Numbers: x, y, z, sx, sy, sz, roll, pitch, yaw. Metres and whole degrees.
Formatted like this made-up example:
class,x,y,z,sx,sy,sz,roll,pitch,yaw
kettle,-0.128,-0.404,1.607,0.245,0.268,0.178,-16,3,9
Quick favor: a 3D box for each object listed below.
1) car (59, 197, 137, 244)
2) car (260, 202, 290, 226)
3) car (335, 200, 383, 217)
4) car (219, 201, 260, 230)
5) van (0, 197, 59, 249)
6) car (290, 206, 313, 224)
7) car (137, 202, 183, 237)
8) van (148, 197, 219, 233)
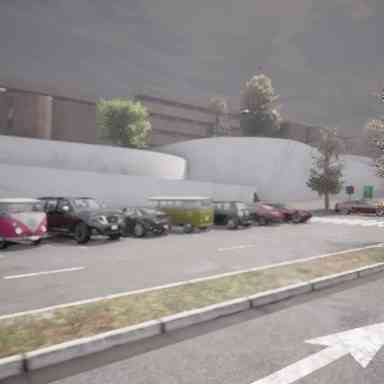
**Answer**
class,x,y,z,sx,sy,sz,roll,pitch,yaw
car,-5.678,1.241,16.202,5.566,2.045,2.435,-1,-1,35
car,4.017,1.528,23.129,4.674,1.452,2.002,-1,0,35
car,16.267,1.511,31.828,4.792,1.488,2.163,-1,-1,35
car,1.610,1.363,21.385,4.553,1.767,2.185,-1,0,34
van,-8.035,1.267,14.420,4.442,1.987,1.878,-1,-1,35
car,6.488,1.516,24.863,4.792,1.488,2.163,-1,-1,34
car,-3.269,1.492,17.937,4.892,1.521,2.231,-1,-1,35
van,-0.943,1.266,19.738,4.442,1.987,1.878,-1,0,35
